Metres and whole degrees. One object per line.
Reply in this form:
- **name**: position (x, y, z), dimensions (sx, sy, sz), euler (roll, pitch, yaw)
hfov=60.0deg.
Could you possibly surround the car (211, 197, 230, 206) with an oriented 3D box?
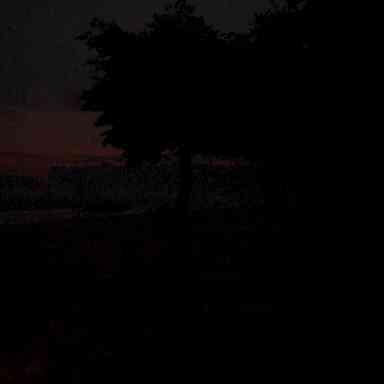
- **car**: position (4.950, 1.546, 57.962), dimensions (1.812, 1.442, 4.674), euler (3, 2, 31)

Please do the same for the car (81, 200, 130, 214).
- **car**: position (-9.067, 1.517, 35.328), dimensions (2.033, 1.411, 5.357), euler (3, 2, 33)
